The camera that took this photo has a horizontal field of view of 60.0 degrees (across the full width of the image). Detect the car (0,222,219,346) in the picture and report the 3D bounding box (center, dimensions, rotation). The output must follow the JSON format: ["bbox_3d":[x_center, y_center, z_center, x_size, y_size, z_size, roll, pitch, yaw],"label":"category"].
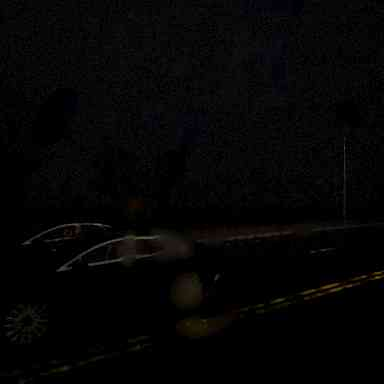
[{"bbox_3d":[-1.717,1.507,6.444,4.902,1.511,2.128,0,0,-35],"label":"car"}]

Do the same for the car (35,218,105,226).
[{"bbox_3d":[-3.605,1.506,9.090,4.902,1.511,2.128,0,0,-35],"label":"car"}]
